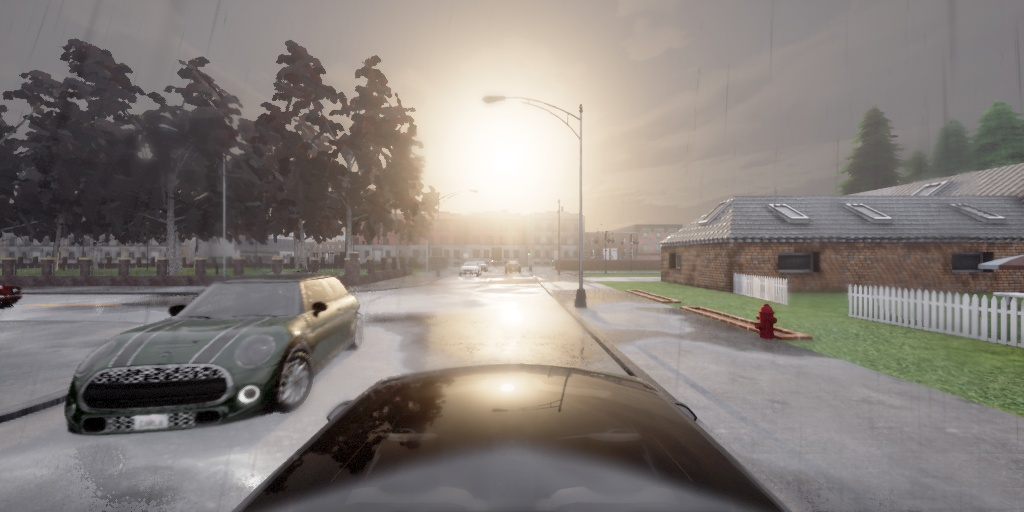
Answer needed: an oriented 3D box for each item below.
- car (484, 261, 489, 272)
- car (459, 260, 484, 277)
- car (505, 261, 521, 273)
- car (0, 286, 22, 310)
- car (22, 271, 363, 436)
[{"bbox_3d":[-4.049,1.276,45.463,1.812,1.442,4.674,0,0,0],"label":"car"},{"bbox_3d":[-4.079,1.276,35.663,1.812,1.442,4.674,0,0,0],"label":"car"},{"bbox_3d":[0.125,1.275,44.451,1.812,1.442,4.674,0,0,0],"label":"car"},{"bbox_3d":[-20.415,1.351,12.479,4.718,1.301,1.895,0,0,0],"label":"car"},{"bbox_3d":[-4.025,1.102,5.877,2.097,1.767,4.553,0,0,-9],"label":"car"}]
